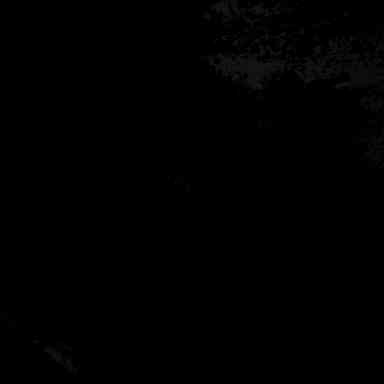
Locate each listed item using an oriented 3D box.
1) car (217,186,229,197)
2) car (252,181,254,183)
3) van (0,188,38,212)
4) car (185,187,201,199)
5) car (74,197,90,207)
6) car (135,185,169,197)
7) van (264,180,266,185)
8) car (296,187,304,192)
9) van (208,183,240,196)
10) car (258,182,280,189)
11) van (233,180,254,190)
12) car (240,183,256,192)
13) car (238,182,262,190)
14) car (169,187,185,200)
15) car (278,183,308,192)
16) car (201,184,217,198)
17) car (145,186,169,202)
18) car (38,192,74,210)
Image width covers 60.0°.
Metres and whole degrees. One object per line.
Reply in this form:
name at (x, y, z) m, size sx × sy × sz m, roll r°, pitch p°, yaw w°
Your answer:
car at (2.240, 0.011, 46.014) m, size 4.674 × 1.452 × 2.002 m, roll 3°, pitch 4°, yaw 44°
car at (9.468, -1.192, 65.706) m, size 2.150 × 2.045 × 5.566 m, roll 3°, pitch 3°, yaw 44°
van at (-15.056, 0.570, 27.999) m, size 4.442 × 1.987 × 1.878 m, roll 3°, pitch 4°, yaw 44°
car at (-1.586, 0.193, 41.994) m, size 4.674 × 1.452 × 2.002 m, roll 3°, pitch 4°, yaw 43°
car at (-11.281, 0.604, 32.075) m, size 5.366 × 1.575 × 1.946 m, roll 3°, pitch 4°, yaw 44°
car at (-5.919, -0.185, 49.639) m, size 1.837 × 1.490 × 4.892 m, roll 3°, pitch 4°, yaw 44°
van at (15.132, -1.757, 78.666) m, size 4.442 × 1.987 × 1.878 m, roll 3°, pitch 4°, yaw 44°
car at (17.548, -0.754, 62.079) m, size 5.008 × 1.535 × 2.097 m, roll 3°, pitch 4°, yaw 44°
van at (4.240, -0.342, 47.928) m, size 4.442 × 1.987 × 1.878 m, roll 3°, pitch 4°, yaw 44°
car at (19.100, -1.690, 82.634) m, size 4.792 × 1.488 × 2.163 m, roll 3°, pitch 4°, yaw 44°
van at (11.435, -1.565, 74.444) m, size 4.442 × 1.987 × 1.878 m, roll 3°, pitch 4°, yaw 44°
car at (7.959, -0.273, 52.058) m, size 4.792 × 1.488 × 2.163 m, roll 3°, pitch 4°, yaw 43°
car at (13.278, -1.435, 76.568) m, size 5.008 × 1.535 × 2.097 m, roll 3°, pitch 4°, yaw 44°
car at (-3.474, 0.120, 39.954) m, size 4.553 × 1.767 × 2.185 m, roll 3°, pitch 4°, yaw 43°
car at (19.461, -0.845, 64.089) m, size 5.008 × 1.535 × 2.097 m, roll 3°, pitch 4°, yaw 44°
car at (0.325, 0.062, 44.003) m, size 5.008 × 1.535 × 2.097 m, roll 3°, pitch 4°, yaw 43°
car at (-5.405, 0.337, 37.968) m, size 5.008 × 1.535 × 2.097 m, roll 3°, pitch 4°, yaw 43°
car at (-13.039, 0.737, 29.918) m, size 4.792 × 1.488 × 2.163 m, roll 3°, pitch 4°, yaw 43°
